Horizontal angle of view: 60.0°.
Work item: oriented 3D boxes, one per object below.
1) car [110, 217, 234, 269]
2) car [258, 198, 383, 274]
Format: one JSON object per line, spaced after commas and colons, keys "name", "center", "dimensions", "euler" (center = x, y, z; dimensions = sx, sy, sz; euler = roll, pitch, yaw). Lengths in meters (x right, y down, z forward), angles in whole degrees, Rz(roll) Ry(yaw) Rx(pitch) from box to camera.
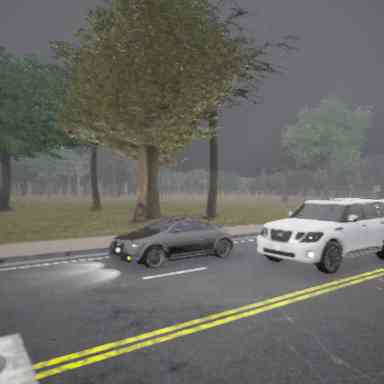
{"name": "car", "center": [-0.602, 1.566, 11.207], "dimensions": [4.181, 1.385, 1.994], "euler": [0, 0, -35]}
{"name": "car", "center": [4.676, 1.230, 10.945], "dimensions": [5.566, 2.045, 2.150], "euler": [0, 0, -35]}
